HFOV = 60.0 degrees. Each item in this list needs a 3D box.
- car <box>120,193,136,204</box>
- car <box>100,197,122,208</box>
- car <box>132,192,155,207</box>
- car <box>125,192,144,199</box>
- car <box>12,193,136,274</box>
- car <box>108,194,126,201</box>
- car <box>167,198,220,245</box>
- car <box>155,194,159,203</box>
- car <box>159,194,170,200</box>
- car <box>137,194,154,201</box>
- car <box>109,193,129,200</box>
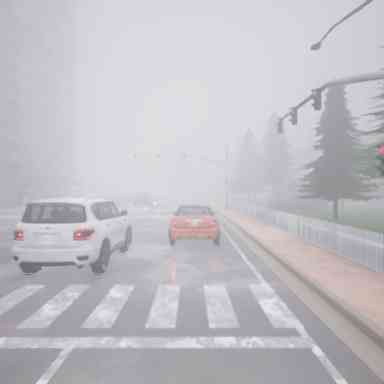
[{"bbox_3d":[-10.804,1.071,56.503,2.097,1.767,4.553,0,0,-4],"label":"car"},{"bbox_3d":[-10.586,1.347,43.752,1.994,1.385,4.181,0,0,0],"label":"car"},{"bbox_3d":[-7.067,0.985,47.841,2.150,2.045,5.566,0,0,1],"label":"car"},{"bbox_3d":[-14.626,0.852,83.981,4.553,1.767,2.097,0,0,32],"label":"car"},{"bbox_3d":[-3.405,1.177,10.524,2.150,2.045,5.566,0,0,0],"label":"car"},{"bbox_3d":[-15.983,1.127,70.983,1.837,1.490,4.892,0,0,-39],"label":"car"},{"bbox_3d":[0.096,1.280,15.331,2.097,1.767,4.553,0,0,0],"label":"car"},{"bbox_3d":[-7.907,1.216,62.460,1.812,1.442,4.674,0,0,-13],"label":"car"},{"bbox_3d":[-7.146,1.160,76.701,2.033,1.411,5.357,0,0,-39],"label":"car"},{"bbox_3d":[-10.565,1.179,75.428,1.994,1.385,4.181,0,0,-39],"label":"car"},{"bbox_3d":[-18.060,1.065,82.087,5.008,1.535,1.882,0,0,32],"label":"car"}]
